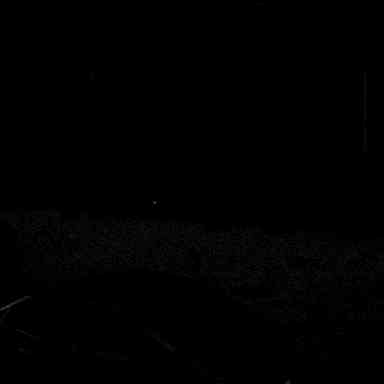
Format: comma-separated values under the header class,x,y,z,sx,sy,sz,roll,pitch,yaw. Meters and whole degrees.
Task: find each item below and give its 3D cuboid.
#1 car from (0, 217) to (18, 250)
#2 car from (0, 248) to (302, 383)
class,x,y,z,sx,sy,sz,roll,pitch,yaw
car,-5.503,1.322,6.883,5.009,1.841,2.192,0,0,35
car,-1.014,1.568,3.684,4.313,1.339,1.947,0,0,35
